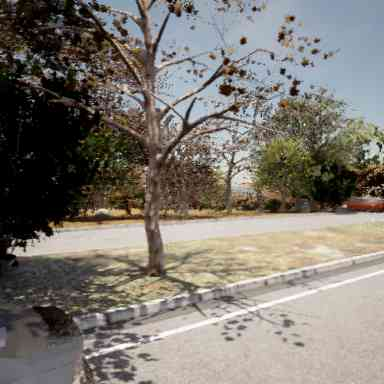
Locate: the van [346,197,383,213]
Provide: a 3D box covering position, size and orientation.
[{"bbox_3d":[23.214,1.741,45.042,1.878,1.987,4.442,2,-1,-35],"label":"van"}]

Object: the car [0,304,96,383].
[{"bbox_3d":[-2.957,1.492,1.575,4.902,1.511,2.128,0,0,-36],"label":"car"}]
